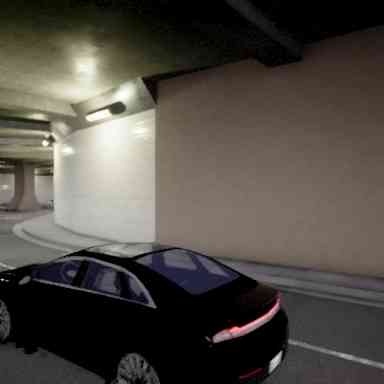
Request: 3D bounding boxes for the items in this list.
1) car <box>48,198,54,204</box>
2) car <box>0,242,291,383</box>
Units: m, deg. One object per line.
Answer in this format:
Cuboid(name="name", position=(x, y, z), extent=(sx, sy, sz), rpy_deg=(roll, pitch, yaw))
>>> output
Cuboid(name="car", position=(-24.922, 1.542, 63.100), extent=(1.837, 1.490, 4.892), rpy_deg=(0, 0, 23))
Cuboid(name="car", position=(-1.120, 1.494, 4.785), extent=(4.902, 1.511, 2.128), rpy_deg=(0, 0, 36))
